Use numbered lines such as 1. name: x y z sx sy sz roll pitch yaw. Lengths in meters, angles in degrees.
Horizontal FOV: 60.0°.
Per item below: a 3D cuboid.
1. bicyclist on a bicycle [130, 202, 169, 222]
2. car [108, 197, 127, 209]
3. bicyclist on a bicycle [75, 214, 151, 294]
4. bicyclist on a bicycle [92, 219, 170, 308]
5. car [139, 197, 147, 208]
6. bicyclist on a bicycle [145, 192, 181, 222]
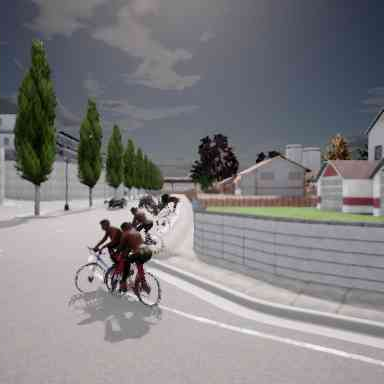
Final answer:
1. bicyclist on a bicycle: -1.750 1.333 11.477 1.656 1.620 0.582 -6 7 29
2. car: -9.888 1.446 44.489 1.837 1.490 4.892 0 0 -2
3. bicyclist on a bicycle: -1.821 1.426 7.543 1.656 1.620 0.582 0 0 -34
4. bicyclist on a bicycle: -1.233 1.444 6.757 1.656 1.620 0.582 0 0 38
5. car: -6.467 1.442 47.549 1.837 1.490 4.892 0 -2 -2
6. bicyclist on a bicycle: -0.996 0.579 12.590 0.582 1.656 1.620 -1 32 43
